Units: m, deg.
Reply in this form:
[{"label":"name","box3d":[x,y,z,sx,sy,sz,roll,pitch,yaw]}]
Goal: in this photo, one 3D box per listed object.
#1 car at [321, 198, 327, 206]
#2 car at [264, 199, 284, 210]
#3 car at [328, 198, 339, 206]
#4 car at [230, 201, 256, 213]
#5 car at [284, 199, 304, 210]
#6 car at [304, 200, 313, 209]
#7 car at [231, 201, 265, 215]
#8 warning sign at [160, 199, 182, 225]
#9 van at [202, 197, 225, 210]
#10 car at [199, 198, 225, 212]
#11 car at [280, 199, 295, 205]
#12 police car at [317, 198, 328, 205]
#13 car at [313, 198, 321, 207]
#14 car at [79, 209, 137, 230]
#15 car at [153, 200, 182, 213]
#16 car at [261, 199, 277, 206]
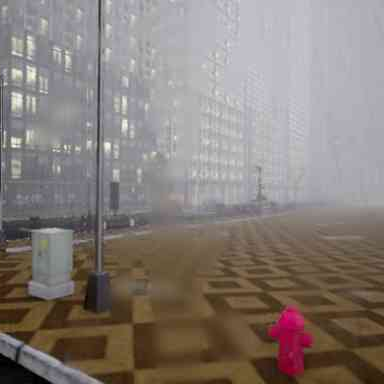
[{"label":"car","box3d":[26.369,2.394,69.614,1.947,1.339,4.313,0,0,35]},{"label":"car","box3d":[12.855,2.085,54.858,2.128,1.511,4.902,1,0,35]},{"label":"car","box3d":[32.807,2.503,78.882,1.947,1.339,4.313,0,0,35]},{"label":"car","box3d":[7.205,2.061,46.643,1.994,1.385,4.181,1,0,35]},{"label":"car","box3d":[16.712,2.231,55.711,1.947,1.339,4.313,0,0,35]},{"label":"car","box3d":[19.931,2.302,60.346,1.802,1.307,4.206,0,0,35]},{"label":"car","box3d":[7.055,2.066,41.809,1.947,1.339,4.313,0,0,35]},{"label":"warning sign","box3d":[-1.586,1.471,25.158,1.300,1.860,1.060,2,1,35]},{"label":"van","box3d":[3.398,1.762,51.231,1.690,1.788,3.998,0,0,35]},{"label":"car","box3d":[2.785,1.908,45.739,2.128,1.511,4.902,1,0,35]},{"label":"car","box3d":[22.705,2.314,79.028,1.947,1.339,4.313,0,0,35]},{"label":"police car","box3d":[31.862,2.341,81.158,1.930,1.638,5.238,1,0,30]},{"label":"car","box3d":[23.151,2.214,64.980,1.967,1.590,4.097,0,0,35]},{"label":"car","box3d":[-5.713,1.830,23.200,2.008,1.369,4.403,0,0,35]},{"label":"car","box3d":[-3.039,1.750,41.964,1.967,1.590,4.097,0,0,35]},{"label":"car","box3d":[16.269,2.221,69.762,1.802,1.307,4.206,0,0,35]}]
